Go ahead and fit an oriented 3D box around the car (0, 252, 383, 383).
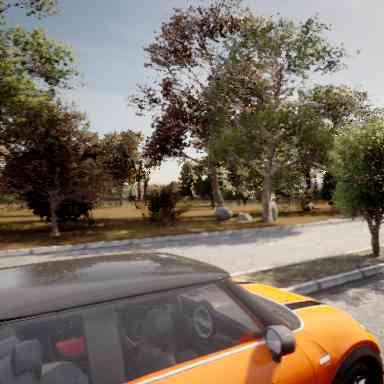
[{"bbox_3d":[-0.287,1.360,2.926,4.553,1.767,2.097,1,0,-35],"label":"car"}]
